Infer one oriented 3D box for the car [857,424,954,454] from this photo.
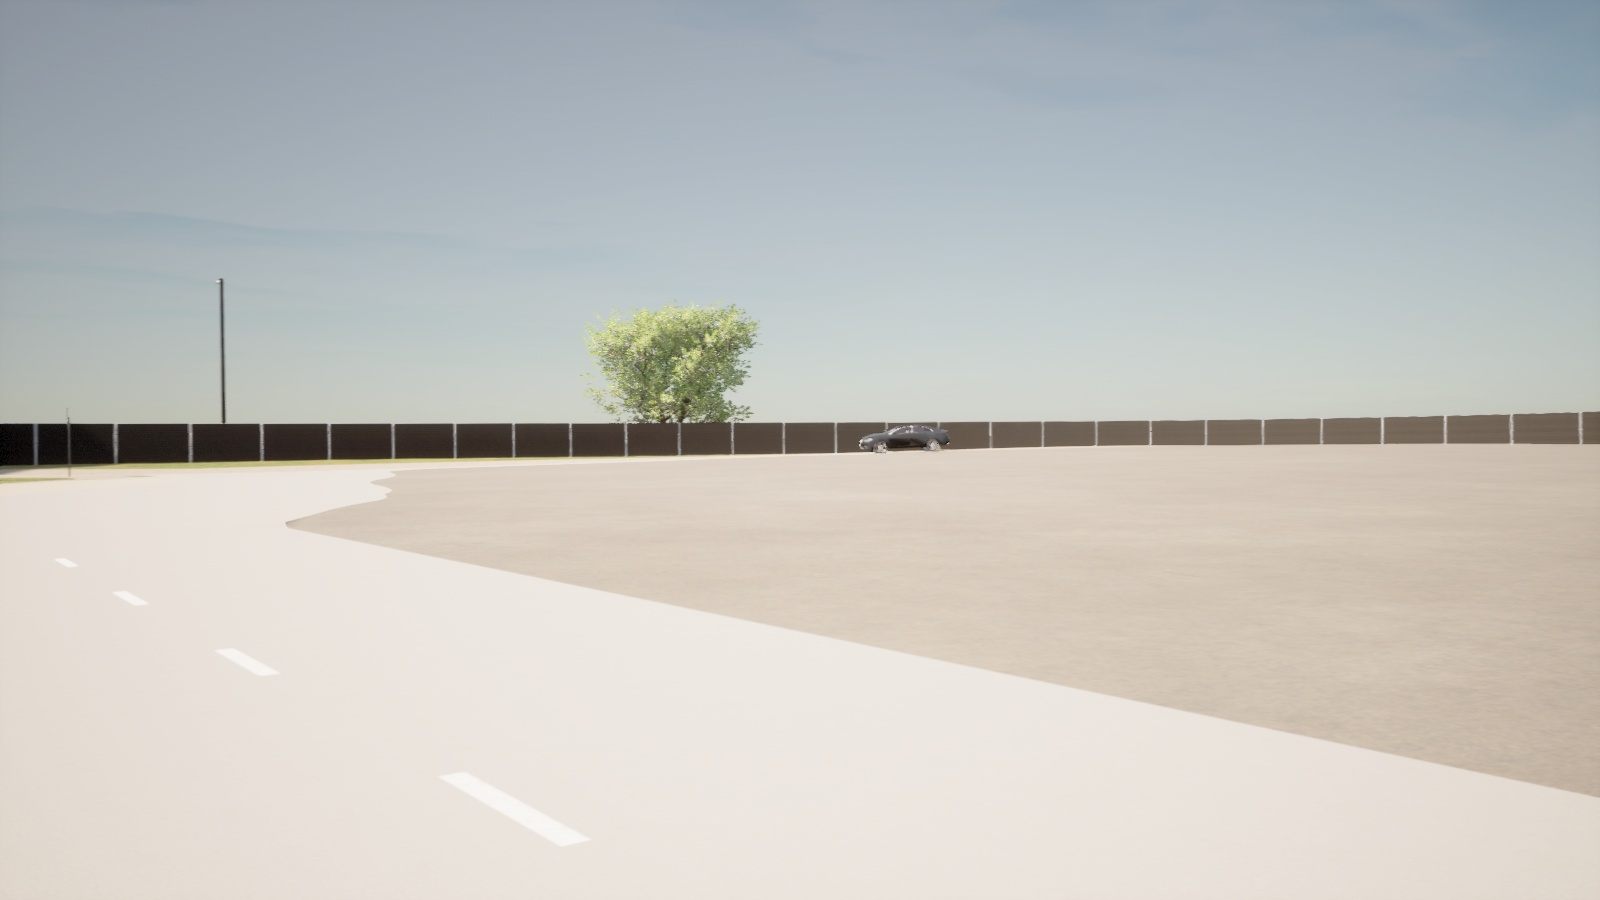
[{"bbox_3d":[5.714,-0.585,68.153,4.902,1.511,2.128,-1,0,-6],"label":"car"}]
